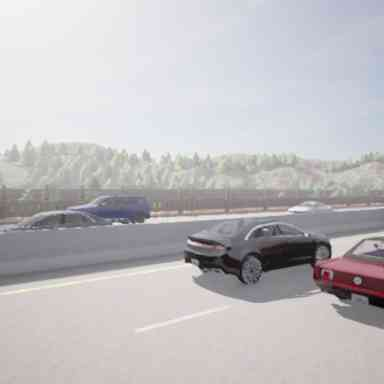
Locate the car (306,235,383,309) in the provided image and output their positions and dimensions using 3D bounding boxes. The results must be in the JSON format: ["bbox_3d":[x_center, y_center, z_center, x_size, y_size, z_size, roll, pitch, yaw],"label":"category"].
[{"bbox_3d":[4.778,1.609,7.157,4.718,1.301,1.895,0,0,-36],"label":"car"}]

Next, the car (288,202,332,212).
[{"bbox_3d":[10.092,1.552,28.373,4.674,1.442,1.812,0,0,-36],"label":"car"}]

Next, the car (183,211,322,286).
[{"bbox_3d":[2.050,1.499,9.511,4.902,1.511,2.128,0,0,-36],"label":"car"}]

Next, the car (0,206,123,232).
[{"bbox_3d":[-5.467,1.509,12.990,4.892,1.490,1.837,0,0,-35],"label":"car"}]

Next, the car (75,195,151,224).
[{"bbox_3d":[-5.355,1.231,21.669,5.566,2.045,2.150,0,0,-35],"label":"car"}]
